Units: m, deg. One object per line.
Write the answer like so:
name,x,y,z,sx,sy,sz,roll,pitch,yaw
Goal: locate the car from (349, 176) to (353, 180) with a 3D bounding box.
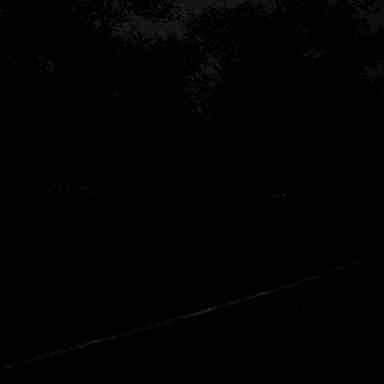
car,33.913,-3.147,71.111,4.553,1.767,2.097,-4,3,-2
